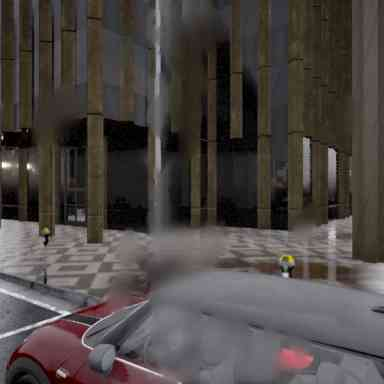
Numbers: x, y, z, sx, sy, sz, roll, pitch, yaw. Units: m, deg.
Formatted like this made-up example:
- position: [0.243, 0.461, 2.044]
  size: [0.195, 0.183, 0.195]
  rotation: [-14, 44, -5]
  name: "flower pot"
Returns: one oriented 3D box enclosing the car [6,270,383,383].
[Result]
- position: [0.175, 1.440, 2.839]
  size: [4.097, 1.590, 1.967]
  rotation: [0, 0, 36]
  name: "car"
